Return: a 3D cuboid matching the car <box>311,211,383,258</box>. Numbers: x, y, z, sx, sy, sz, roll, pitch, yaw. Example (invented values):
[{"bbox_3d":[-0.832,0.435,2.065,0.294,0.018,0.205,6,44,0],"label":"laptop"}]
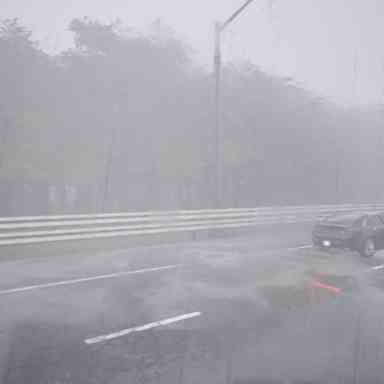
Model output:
[{"bbox_3d":[6.589,1.491,12.668,4.892,1.490,1.837,0,0,-34],"label":"car"}]
